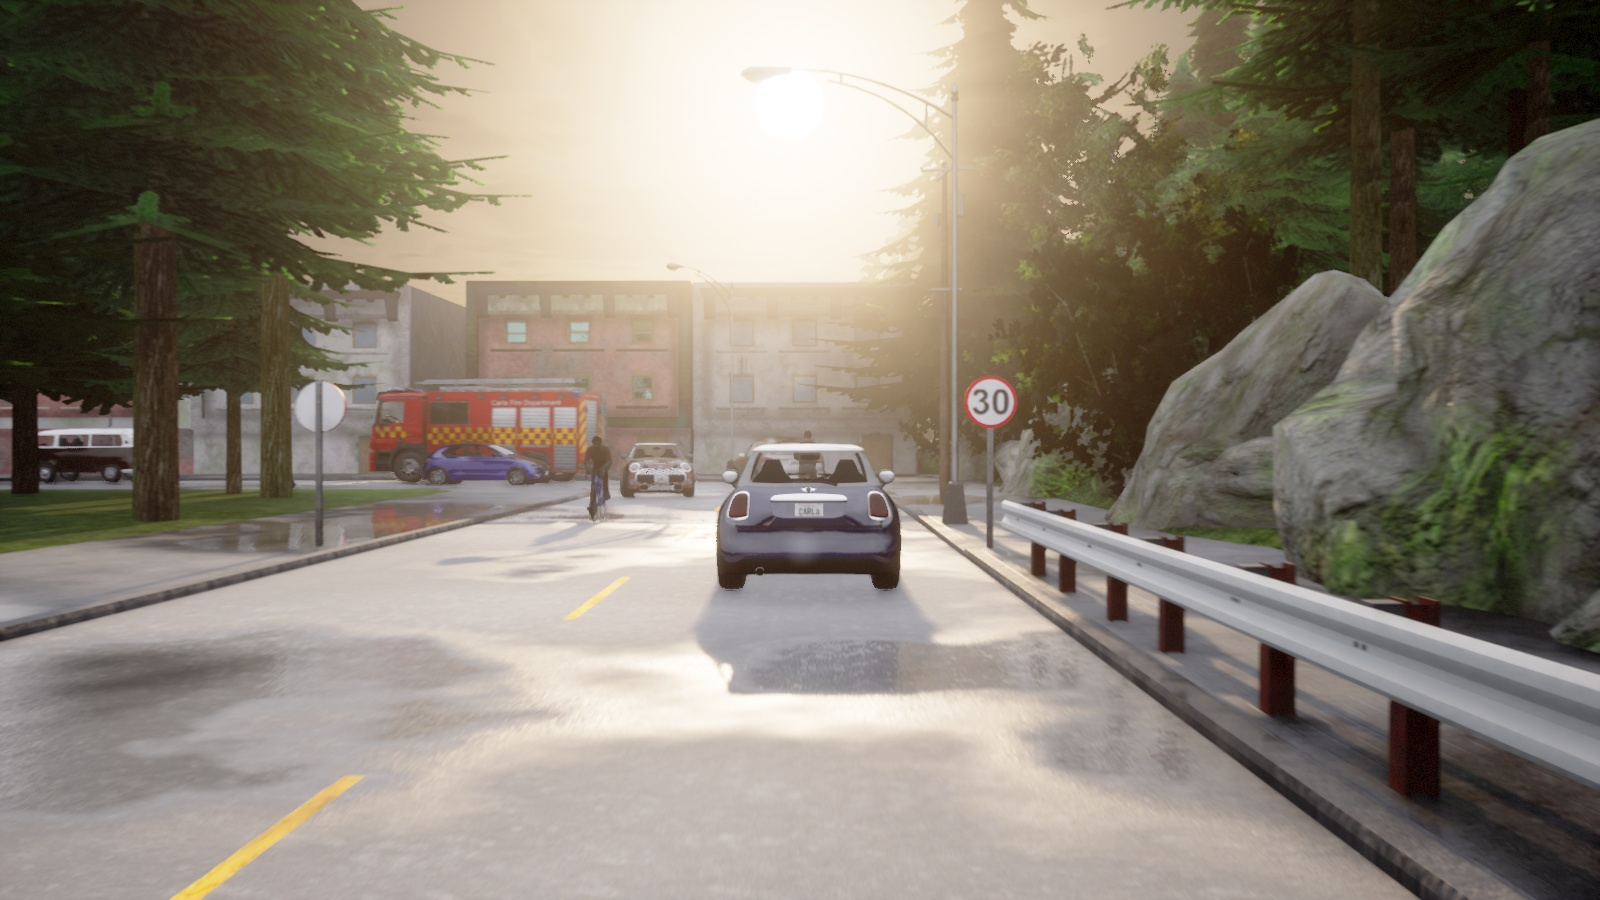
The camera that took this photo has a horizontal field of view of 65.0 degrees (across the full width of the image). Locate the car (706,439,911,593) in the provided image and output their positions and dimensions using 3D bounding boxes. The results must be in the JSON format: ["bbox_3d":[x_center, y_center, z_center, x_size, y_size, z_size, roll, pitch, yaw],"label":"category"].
[{"bbox_3d":[0.094,0.622,13.975,1.970,1.475,3.806,0,0,0],"label":"car"}]

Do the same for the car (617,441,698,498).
[{"bbox_3d":[-3.967,0.487,34.500,1.970,1.475,3.806,0,0,-10],"label":"car"}]

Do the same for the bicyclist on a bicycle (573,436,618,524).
[{"bbox_3d":[-3.859,0.543,23.835,0.582,1.620,1.656,0,1,0],"label":"bicyclist on a bicycle"}]

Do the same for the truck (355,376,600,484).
[{"bbox_3d":[-12.012,-0.730,47.067,8.468,3.827,2.891,0,0,11],"label":"truck"}]

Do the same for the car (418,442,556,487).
[{"bbox_3d":[-10.625,0.477,42.822,4.193,1.474,1.816,0,0,5],"label":"car"}]

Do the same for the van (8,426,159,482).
[{"bbox_3d":[-26.853,0.145,47.171,4.480,2.038,2.069,0,0,1],"label":"van"}]

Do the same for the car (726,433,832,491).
[{"bbox_3d":[-0.737,0.339,39.208,2.242,1.667,4.611,0,0,-15],"label":"car"}]
